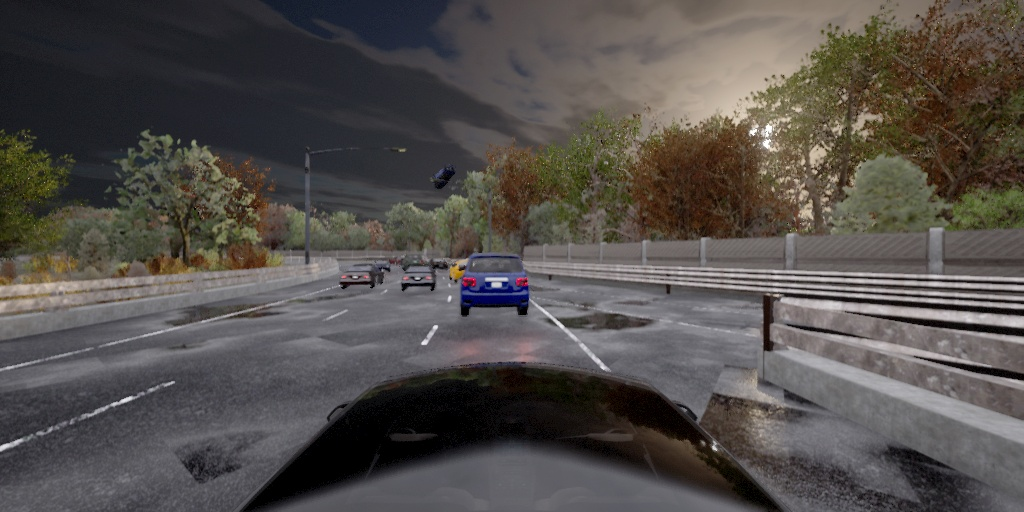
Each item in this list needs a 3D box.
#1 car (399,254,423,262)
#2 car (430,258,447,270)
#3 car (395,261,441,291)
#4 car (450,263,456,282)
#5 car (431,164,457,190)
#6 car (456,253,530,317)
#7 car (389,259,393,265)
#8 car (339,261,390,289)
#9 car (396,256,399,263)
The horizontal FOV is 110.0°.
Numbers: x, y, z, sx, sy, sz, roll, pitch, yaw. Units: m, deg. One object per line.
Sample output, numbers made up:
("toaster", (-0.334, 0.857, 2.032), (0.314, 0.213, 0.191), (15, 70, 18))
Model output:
("car", (-11.855, 0.816, 42.683), (2.150, 2.045, 5.566), (0, 0, -21))
("car", (-9.732, 1.058, 46.362), (1.882, 1.535, 5.008), (0, 0, -24))
("car", (-5.488, 1.222, 21.436), (2.033, 1.411, 5.357), (0, 0, -11))
("car", (-3.635, 1.130, 27.416), (1.882, 1.535, 5.008), (0, 1, -14))
("car", (-11.634, -13.466, 61.592), (2.150, 2.045, 5.566), (8, -30, -45))
("car", (-0.733, 0.924, 13.036), (2.150, 2.045, 5.566), (0, 0, -6))
("car", (-15.497, 1.196, 42.326), (1.895, 1.301, 4.718), (0, 0, -23))
("car", (-9.254, 1.218, 22.436), (2.033, 1.411, 5.357), (0, 0, -12))
("car", (-17.963, 1.086, 61.760), (1.994, 1.385, 4.181), (0, 0, -33))
